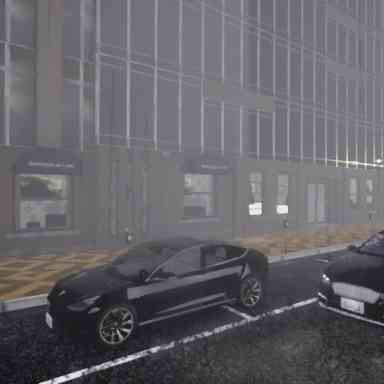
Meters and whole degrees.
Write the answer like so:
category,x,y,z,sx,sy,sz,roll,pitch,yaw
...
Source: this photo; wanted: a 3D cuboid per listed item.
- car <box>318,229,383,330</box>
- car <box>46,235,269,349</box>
category,x,y,z,sx,sy,sz,roll,pitch,yaw
car,4.469,1.491,6.583,4.902,1.511,2.128,0,0,-36
car,-0.383,1.566,6.286,4.313,1.339,1.947,0,0,-36
